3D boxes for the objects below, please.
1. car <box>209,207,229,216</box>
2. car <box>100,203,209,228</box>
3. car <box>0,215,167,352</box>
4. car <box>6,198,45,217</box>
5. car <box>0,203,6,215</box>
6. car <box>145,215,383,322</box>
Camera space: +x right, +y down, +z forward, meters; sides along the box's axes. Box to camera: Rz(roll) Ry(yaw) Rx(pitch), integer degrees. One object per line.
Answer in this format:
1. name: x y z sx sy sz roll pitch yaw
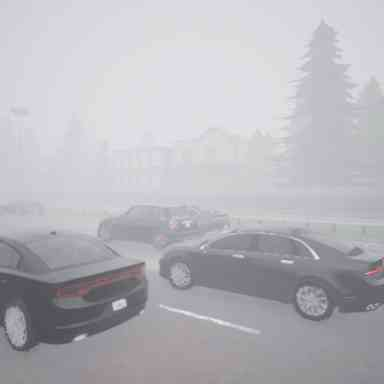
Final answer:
1. car: -0.361 1.404 17.150 4.902 1.511 2.128 1 0 36
2. car: -1.885 1.270 13.939 4.553 1.767 2.097 1 0 36
3. car: -3.040 1.427 6.163 5.008 1.535 1.882 1 0 36
4. car: -13.834 1.263 26.766 4.902 1.511 2.128 1 0 36
5. car: -15.640 1.126 23.755 4.553 1.767 2.097 1 0 36
6. car: 1.458 1.480 7.252 4.892 1.490 1.837 1 0 36
